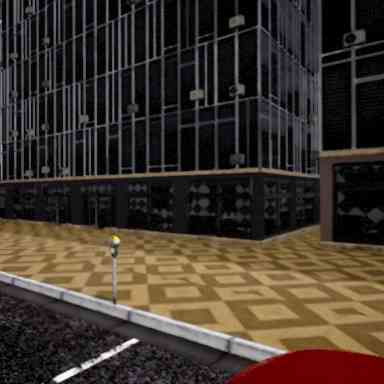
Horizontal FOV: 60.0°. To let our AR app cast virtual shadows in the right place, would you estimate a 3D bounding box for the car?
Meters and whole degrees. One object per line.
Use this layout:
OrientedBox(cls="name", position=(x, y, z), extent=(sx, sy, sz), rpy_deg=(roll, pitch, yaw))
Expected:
OrientedBox(cls="car", position=(2.105, 1.542, 1.377), extent=(4.507, 1.381, 1.887), rpy_deg=(0, 0, 35))
